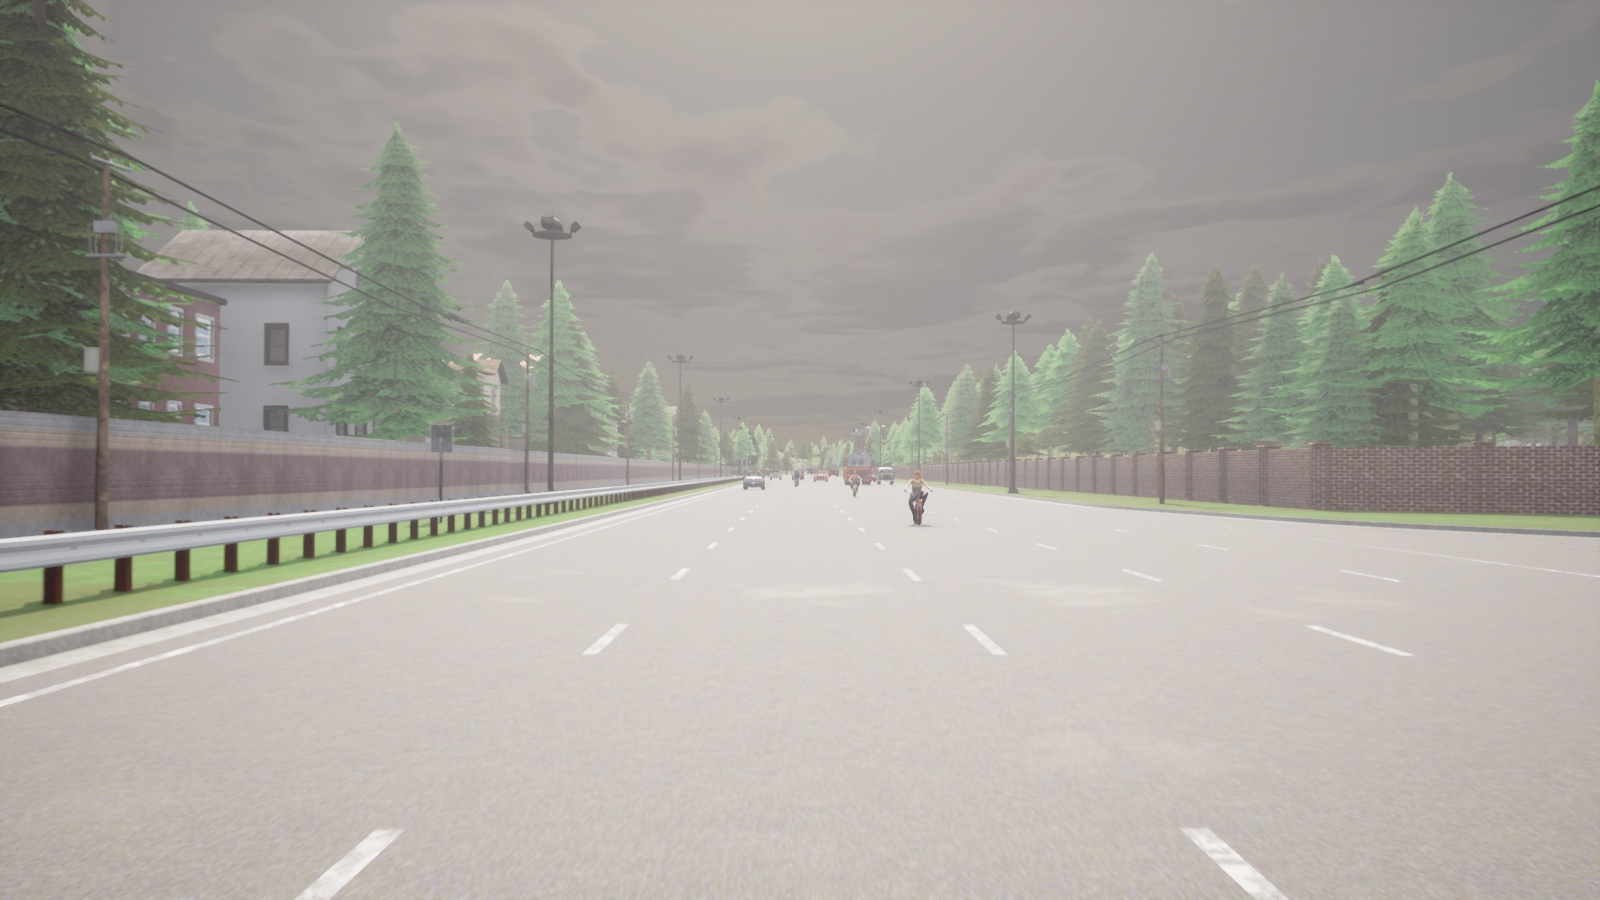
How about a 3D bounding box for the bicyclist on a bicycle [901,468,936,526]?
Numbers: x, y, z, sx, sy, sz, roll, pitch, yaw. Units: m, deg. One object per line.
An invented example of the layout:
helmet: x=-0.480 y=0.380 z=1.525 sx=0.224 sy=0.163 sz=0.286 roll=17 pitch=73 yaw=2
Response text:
bicyclist on a bicycle: x=3.408 y=1.343 z=36.271 sx=0.866 sy=1.612 sz=1.509 roll=0 pitch=-1 yaw=0
